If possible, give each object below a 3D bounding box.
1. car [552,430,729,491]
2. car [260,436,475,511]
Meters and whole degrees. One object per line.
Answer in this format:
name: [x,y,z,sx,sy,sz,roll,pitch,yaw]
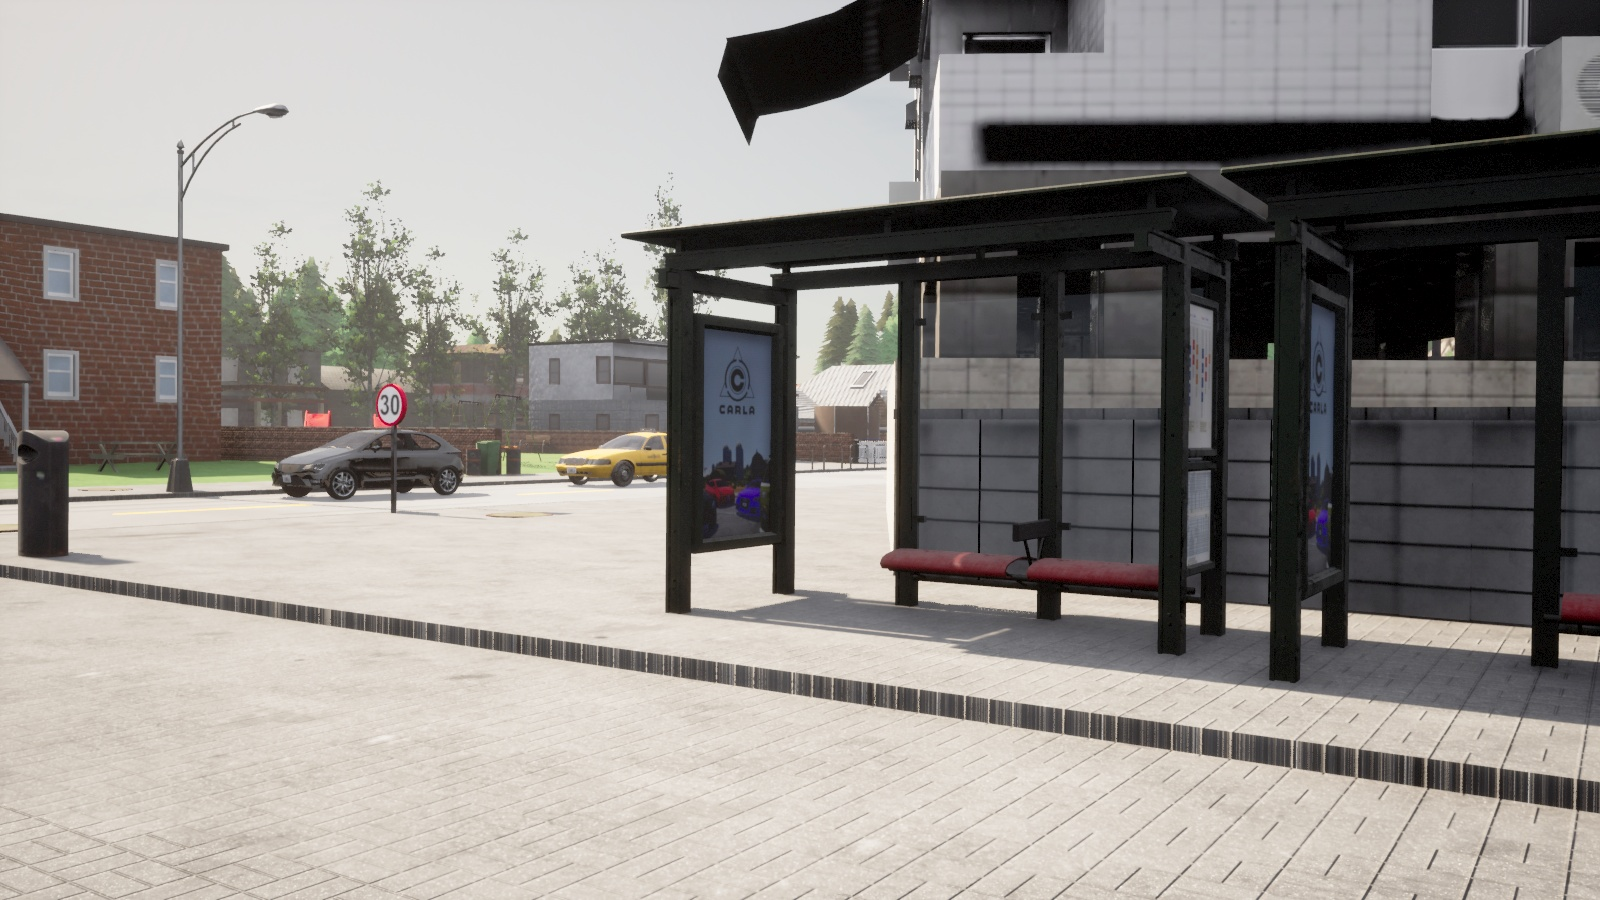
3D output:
car: [-4.336,0.230,35.138,1.801,1.575,5.366,0,1,34]
car: [-9.382,0.454,27.524,1.816,1.474,4.193,0,1,34]
